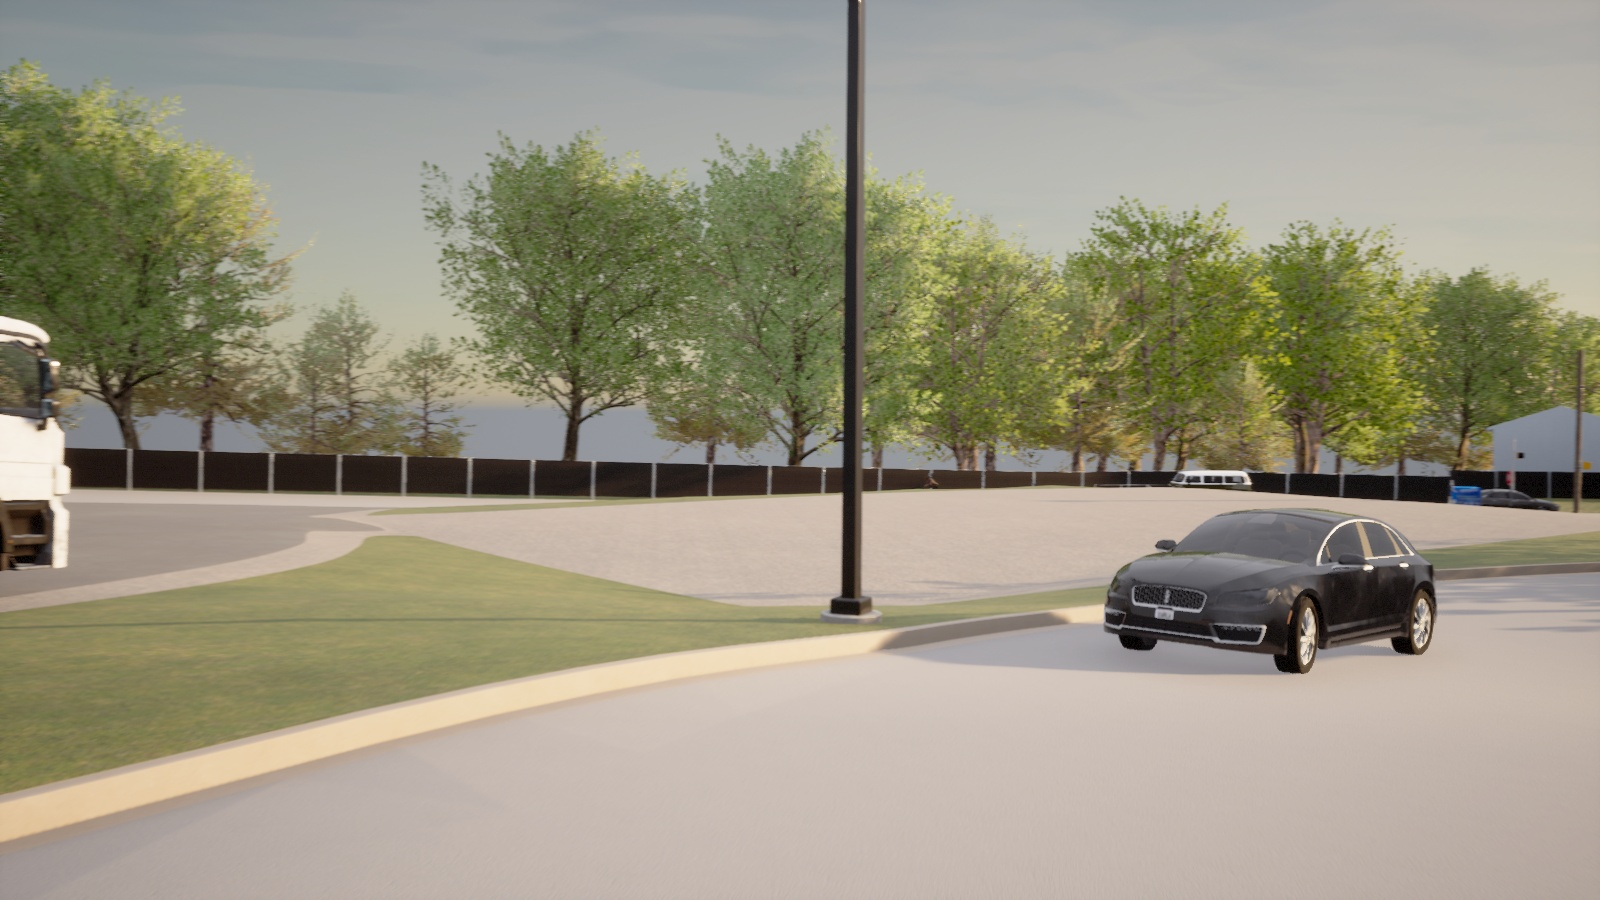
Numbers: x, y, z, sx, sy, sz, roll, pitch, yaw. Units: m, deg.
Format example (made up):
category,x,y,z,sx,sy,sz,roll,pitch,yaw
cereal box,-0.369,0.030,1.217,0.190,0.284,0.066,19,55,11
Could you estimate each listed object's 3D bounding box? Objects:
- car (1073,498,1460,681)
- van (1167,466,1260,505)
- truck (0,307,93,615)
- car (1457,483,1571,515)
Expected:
category,x,y,z,sx,sy,sz,roll,pitch,yaw
car,5.036,1.329,13.104,4.892,1.490,1.837,4,-2,-44
van,23.374,2.007,71.107,4.480,2.038,2.069,0,2,-3
truck,-10.927,0.039,11.808,2.891,3.462,7.936,1,-1,11
car,37.867,2.582,66.705,4.892,1.490,1.837,1,2,12
